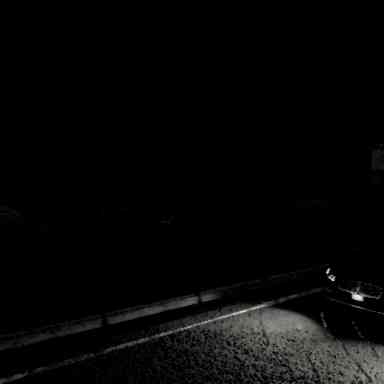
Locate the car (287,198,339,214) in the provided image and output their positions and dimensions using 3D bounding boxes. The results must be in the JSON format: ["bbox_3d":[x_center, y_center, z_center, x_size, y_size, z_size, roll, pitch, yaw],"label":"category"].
[{"bbox_3d":[12.503,1.441,35.418,2.097,1.535,5.008,0,0,-35],"label":"car"}]

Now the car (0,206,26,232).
[{"bbox_3d":[-10.701,1.491,18.896,2.002,1.452,4.674,0,0,-35],"label":"car"}]

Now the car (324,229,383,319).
[{"bbox_3d":[4.720,1.498,6.929,4.892,1.490,1.837,0,0,-35],"label":"car"}]

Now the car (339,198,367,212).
[{"bbox_3d":[17.033,1.458,38.657,2.097,1.535,5.008,0,0,-35],"label":"car"}]

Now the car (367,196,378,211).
[{"bbox_3d":[19.304,1.513,40.272,2.002,1.452,4.674,0,0,-35],"label":"car"}]

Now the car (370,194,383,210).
[{"bbox_3d":[23.858,1.385,43.478,2.185,1.767,4.553,1,0,-36],"label":"car"}]
